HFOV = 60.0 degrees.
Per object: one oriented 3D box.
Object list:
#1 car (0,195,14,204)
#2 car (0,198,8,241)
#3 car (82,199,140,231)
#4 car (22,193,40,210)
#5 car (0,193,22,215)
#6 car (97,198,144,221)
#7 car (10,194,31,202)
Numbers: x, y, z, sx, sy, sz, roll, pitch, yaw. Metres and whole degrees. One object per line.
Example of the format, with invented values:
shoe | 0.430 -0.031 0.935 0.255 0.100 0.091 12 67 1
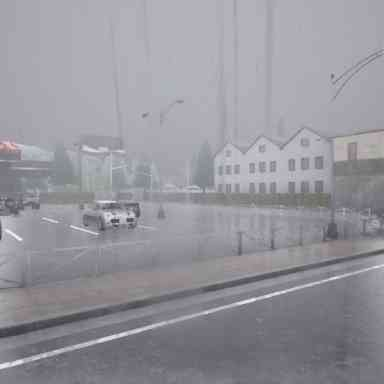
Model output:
car | -38.355 1.495 66.689 4.611 1.667 2.242 0 0 -36
car | -9.636 1.169 14.395 2.152 1.636 5.027 0 0 -36
car | -4.598 1.248 18.384 1.970 1.475 3.806 0 0 -36
car | -19.063 1.092 38.687 1.905 1.878 3.866 0 0 -36
car | -17.171 1.113 30.372 1.932 1.855 4.605 0 0 -36
car | -5.708 1.313 26.250 2.007 1.523 4.514 0 0 -36
car | -38.110 1.328 73.817 3.866 1.878 1.905 0 0 -36
